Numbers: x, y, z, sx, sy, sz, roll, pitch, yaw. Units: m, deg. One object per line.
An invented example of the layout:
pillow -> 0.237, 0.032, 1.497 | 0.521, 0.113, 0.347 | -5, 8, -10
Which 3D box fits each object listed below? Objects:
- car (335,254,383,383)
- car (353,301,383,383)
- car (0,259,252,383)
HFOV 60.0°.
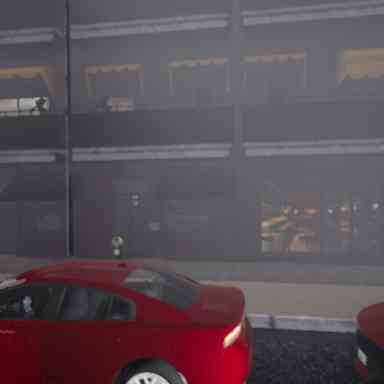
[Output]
car -> 4.061, 1.534, 3.299 | 4.507, 1.381, 1.887 | 0, -1, 8
car -> 3.226, 1.500, 1.536 | 4.892, 1.490, 1.837 | 0, 0, 8
car -> -1.561, 1.529, 4.044 | 4.507, 1.381, 1.887 | 0, -1, 8
